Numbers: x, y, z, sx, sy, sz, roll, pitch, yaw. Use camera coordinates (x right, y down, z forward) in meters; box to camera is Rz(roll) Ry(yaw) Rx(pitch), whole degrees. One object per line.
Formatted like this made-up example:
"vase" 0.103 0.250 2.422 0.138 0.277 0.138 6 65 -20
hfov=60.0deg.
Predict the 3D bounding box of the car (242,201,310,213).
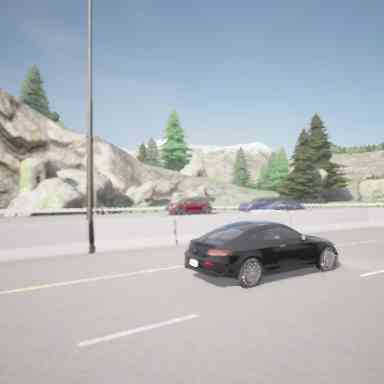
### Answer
"car" 6.271 1.551 23.974 4.718 1.301 1.895 0 0 -28

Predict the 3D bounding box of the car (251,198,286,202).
"car" 7.754 1.466 28.645 4.674 1.442 1.812 0 0 -27

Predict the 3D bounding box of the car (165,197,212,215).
"car" -0.353 1.274 32.265 4.553 1.767 2.097 0 0 -28

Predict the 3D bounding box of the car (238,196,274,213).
"car" 6.624 1.283 31.976 4.553 1.767 2.097 0 0 -26

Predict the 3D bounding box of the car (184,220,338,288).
"car" 1.982 1.506 9.109 4.674 1.442 1.812 0 0 -33
